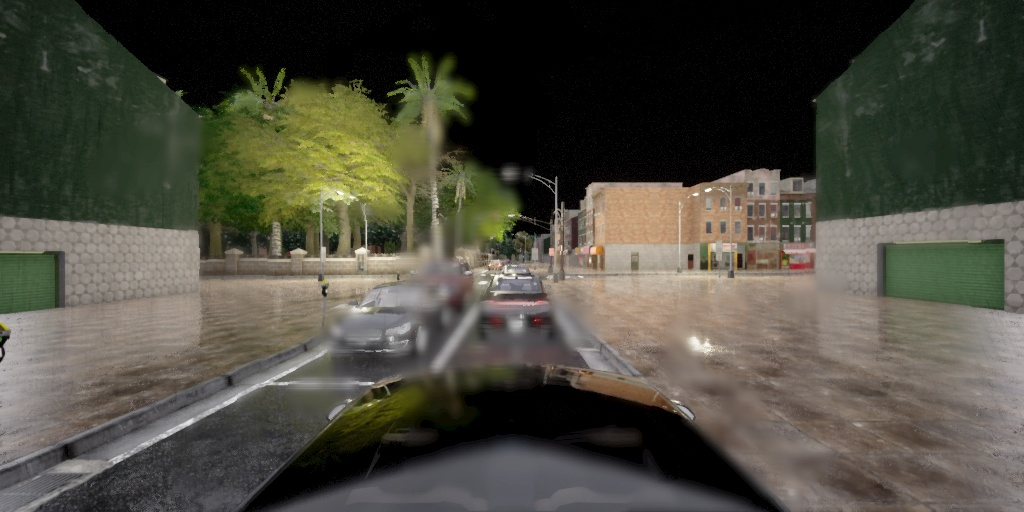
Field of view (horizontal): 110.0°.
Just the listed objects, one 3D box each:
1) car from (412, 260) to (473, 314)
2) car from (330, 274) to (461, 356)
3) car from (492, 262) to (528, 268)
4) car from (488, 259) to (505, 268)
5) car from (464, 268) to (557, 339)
[{"bbox_3d":[-2.587,1.069,13.979,2.192,1.841,5.009,0,0,0],"label":"car"},{"bbox_3d":[-2.611,1.301,8.516,2.007,1.370,4.403,0,0,0],"label":"car"},{"bbox_3d":[0.179,1.252,19.406,2.128,1.511,4.902,0,0,-2],"label":"car"},{"bbox_3d":[-2.420,1.295,52.125,1.967,1.591,4.097,0,0,0],"label":"car"},{"bbox_3d":[0.130,1.243,10.017,2.128,1.511,4.902,0,0,0],"label":"car"}]
